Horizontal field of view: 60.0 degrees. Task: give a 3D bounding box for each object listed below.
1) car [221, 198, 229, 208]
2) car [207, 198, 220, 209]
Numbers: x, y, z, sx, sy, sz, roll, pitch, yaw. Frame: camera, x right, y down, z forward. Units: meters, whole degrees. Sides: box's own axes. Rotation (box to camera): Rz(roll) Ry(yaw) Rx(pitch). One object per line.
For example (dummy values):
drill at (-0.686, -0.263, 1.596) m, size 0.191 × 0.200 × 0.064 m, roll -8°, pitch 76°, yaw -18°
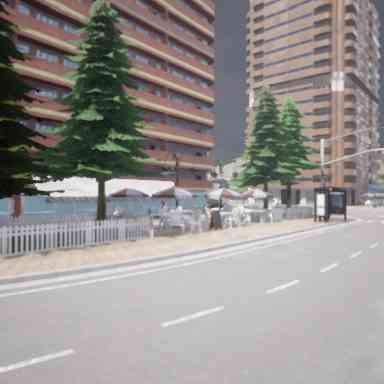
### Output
car at (4.062, 1.965, 55.533) m, size 4.892 × 1.490 × 1.837 m, roll 0°, pitch -1°, yaw 40°
car at (1.800, 1.985, 52.861) m, size 4.181 × 1.385 × 1.994 m, roll 0°, pitch -1°, yaw 40°
